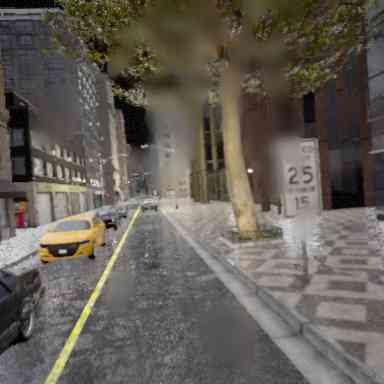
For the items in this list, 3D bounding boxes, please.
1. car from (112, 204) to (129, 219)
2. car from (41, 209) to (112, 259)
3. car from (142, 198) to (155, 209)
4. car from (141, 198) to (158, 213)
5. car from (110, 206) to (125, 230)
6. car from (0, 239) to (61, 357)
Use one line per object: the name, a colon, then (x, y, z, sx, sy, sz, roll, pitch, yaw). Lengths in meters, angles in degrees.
car: (-7.362, 1.937, 33.461, 2.033, 1.411, 5.357, -4, 0, -7)
car: (-4.724, 1.761, 13.739, 1.882, 1.535, 5.008, -4, 0, -8)
car: (-6.887, 1.770, 52.595, 1.837, 1.490, 4.892, -4, 1, -7)
car: (-5.329, 1.697, 41.697, 2.128, 1.511, 4.902, -4, 0, -8)
car: (-5.990, 1.936, 23.140, 1.895, 1.301, 4.718, -4, 0, -8)
car: (-3.428, 1.779, 4.011, 2.033, 1.411, 5.357, -4, 0, -6)
